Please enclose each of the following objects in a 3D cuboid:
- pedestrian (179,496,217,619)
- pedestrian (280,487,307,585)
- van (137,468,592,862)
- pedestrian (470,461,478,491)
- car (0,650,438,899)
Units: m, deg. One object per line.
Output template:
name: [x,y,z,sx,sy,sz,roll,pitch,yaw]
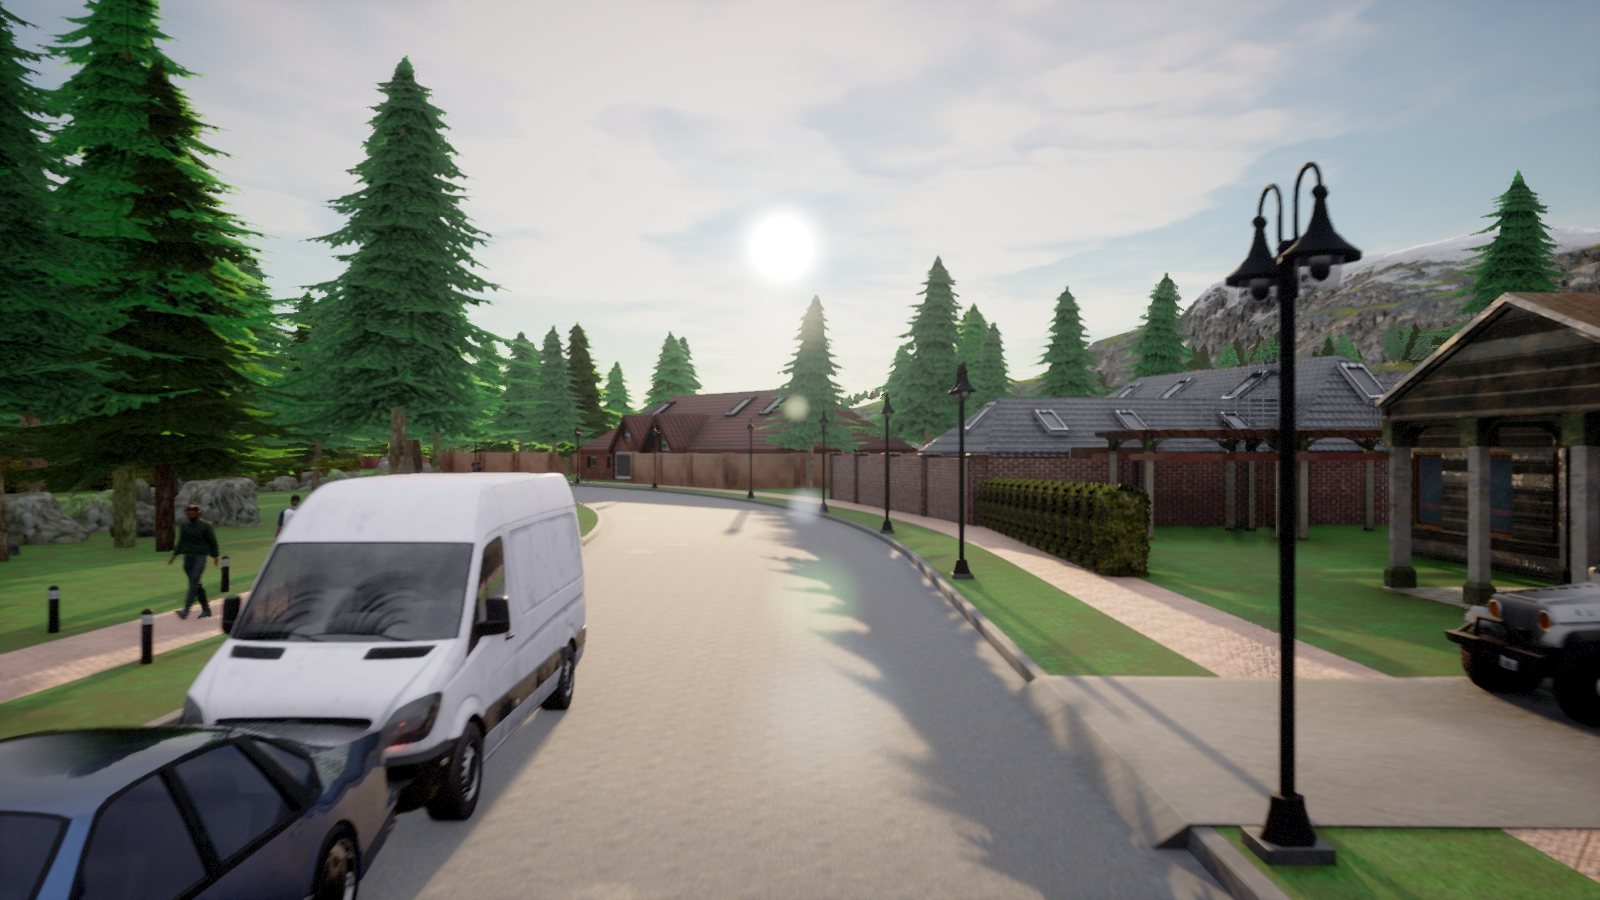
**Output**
pedestrian: [-9.318,1.657,17.688,0.375,1.860,0.375,0,0,5]
pedestrian: [-9.792,1.659,22.090,0.375,1.860,0.375,0,0,-2]
van: [-3.477,1.499,10.675,1.988,2.561,5.915,0,0,0]
pedestrian: [-20.729,1.650,72.577,0.375,1.860,0.375,0,0,10]
car: [-3.494,2.071,5.105,2.033,1.411,5.357,0,0,0]
